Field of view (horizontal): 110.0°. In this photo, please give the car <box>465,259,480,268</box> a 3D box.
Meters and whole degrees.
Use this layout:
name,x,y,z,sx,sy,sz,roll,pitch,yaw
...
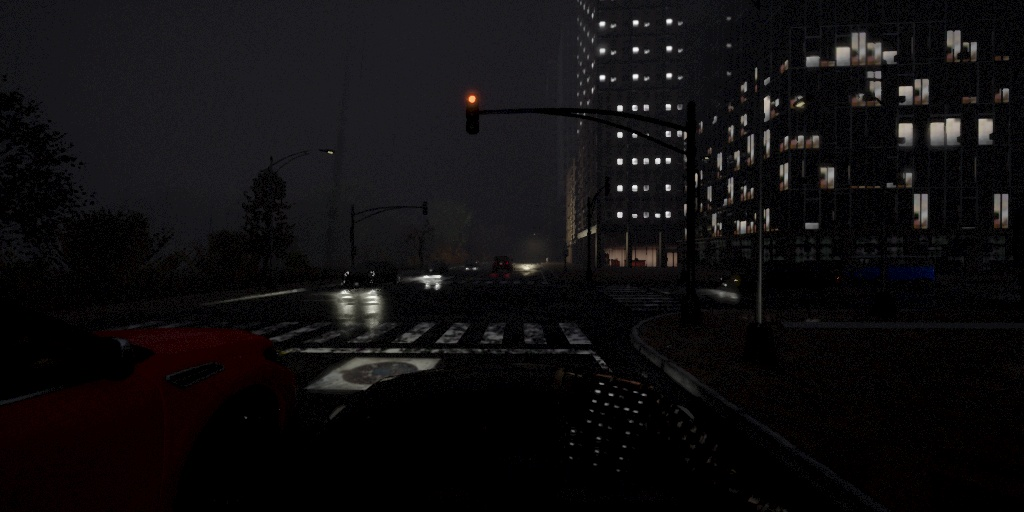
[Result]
name,x,y,z,sx,sy,sz,roll,pitch,yaw
car,-6.751,1.299,61.750,2.033,1.411,5.357,0,0,4

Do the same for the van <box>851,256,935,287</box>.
name,x,y,z,sx,sy,sz,roll,pitch,yaw
van,22.115,0.856,21.096,3.998,1.789,1.690,0,0,4

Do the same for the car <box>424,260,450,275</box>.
name,x,y,z,sx,sy,sz,roll,pitch,yaw
car,-8.164,1.236,39.256,2.128,1.511,4.902,0,0,4

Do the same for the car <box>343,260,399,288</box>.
name,x,y,z,sx,sy,sz,roll,pitch,yaw
car,-9.121,1.091,23.538,2.097,1.767,4.553,0,0,3

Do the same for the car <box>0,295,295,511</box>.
name,x,y,z,sx,sy,sz,roll,pitch,yaw
car,-3.118,0.972,1.001,2.150,2.045,5.566,0,0,0

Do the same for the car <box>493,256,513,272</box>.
name,x,y,z,sx,sy,sz,roll,pitch,yaw
car,-1.112,0.967,44.863,2.150,2.045,5.566,0,0,4

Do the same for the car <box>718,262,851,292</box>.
name,x,y,z,sx,sy,sz,roll,pitch,yaw
car,14.041,1.138,18.939,5.357,1.411,2.033,-1,0,4
